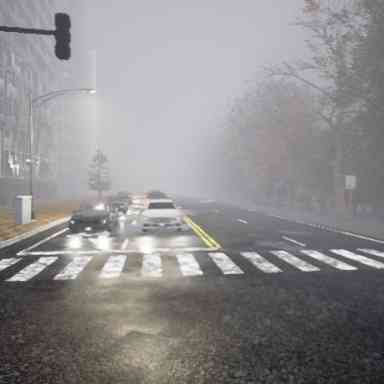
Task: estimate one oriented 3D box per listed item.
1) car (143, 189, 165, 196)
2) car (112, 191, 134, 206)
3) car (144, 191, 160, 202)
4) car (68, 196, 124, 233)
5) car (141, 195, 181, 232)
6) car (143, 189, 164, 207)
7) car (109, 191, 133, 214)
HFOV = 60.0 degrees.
[{"bbox_3d":[-2.767,0.765,25.935,2.097,1.767,4.553,0,1,-8],"label":"car"},{"bbox_3d":[-7.619,0.679,36.960,2.128,1.511,4.902,0,1,-8],"label":"car"},{"bbox_3d":[-5.516,0.555,45.061,2.033,1.411,5.357,0,1,-8],"label":"car"},{"bbox_3d":[-4.869,1.159,17.132,2.033,1.411,5.357,0,1,-7],"label":"car"},{"bbox_3d":[-1.595,1.126,17.189,1.812,1.442,4.674,0,1,-6],"label":"car"},{"bbox_3d":[-4.094,0.561,35.484,2.097,1.767,4.553,0,1,-7],"label":"car"},{"bbox_3d":[-6.196,0.946,27.054,2.033,1.411,5.357,0,1,-8],"label":"car"}]
